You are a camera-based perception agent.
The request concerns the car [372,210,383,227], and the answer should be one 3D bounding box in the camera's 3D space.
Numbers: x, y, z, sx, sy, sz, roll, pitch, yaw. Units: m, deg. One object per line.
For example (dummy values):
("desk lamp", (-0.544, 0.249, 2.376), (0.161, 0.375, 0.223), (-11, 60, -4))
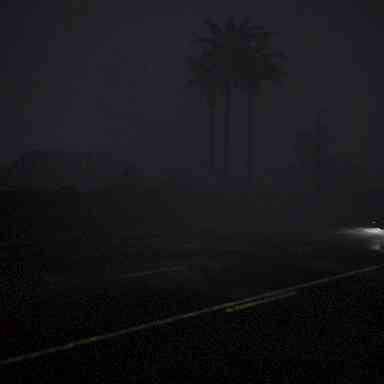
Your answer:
("car", (14.247, 1.754, 22.912), (4.181, 1.385, 1.994), (1, 0, -36))
